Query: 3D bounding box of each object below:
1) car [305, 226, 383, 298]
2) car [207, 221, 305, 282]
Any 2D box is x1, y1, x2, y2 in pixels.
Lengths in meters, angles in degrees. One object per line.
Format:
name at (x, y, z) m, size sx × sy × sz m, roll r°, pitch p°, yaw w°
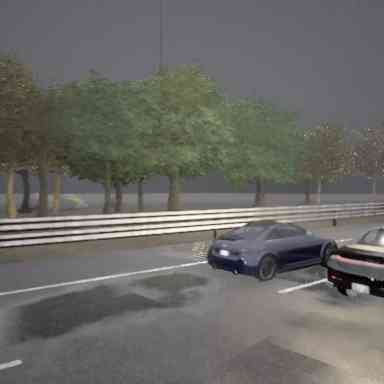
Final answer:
car at (4.945, 1.478, 7.274) m, size 4.902 × 1.511 × 2.128 m, roll 0°, pitch 0°, yaw -35°
car at (2.477, 1.551, 9.810) m, size 4.181 × 1.385 × 1.994 m, roll 0°, pitch 0°, yaw -36°
